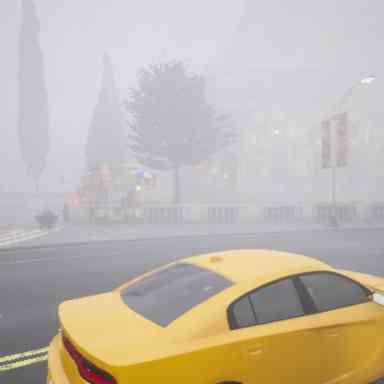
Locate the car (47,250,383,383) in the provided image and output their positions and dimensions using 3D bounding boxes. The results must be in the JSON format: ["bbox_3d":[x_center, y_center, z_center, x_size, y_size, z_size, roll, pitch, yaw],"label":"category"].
[{"bbox_3d":[0.979,1.475,4.049,5.008,1.535,1.882,0,0,-30],"label":"car"}]
